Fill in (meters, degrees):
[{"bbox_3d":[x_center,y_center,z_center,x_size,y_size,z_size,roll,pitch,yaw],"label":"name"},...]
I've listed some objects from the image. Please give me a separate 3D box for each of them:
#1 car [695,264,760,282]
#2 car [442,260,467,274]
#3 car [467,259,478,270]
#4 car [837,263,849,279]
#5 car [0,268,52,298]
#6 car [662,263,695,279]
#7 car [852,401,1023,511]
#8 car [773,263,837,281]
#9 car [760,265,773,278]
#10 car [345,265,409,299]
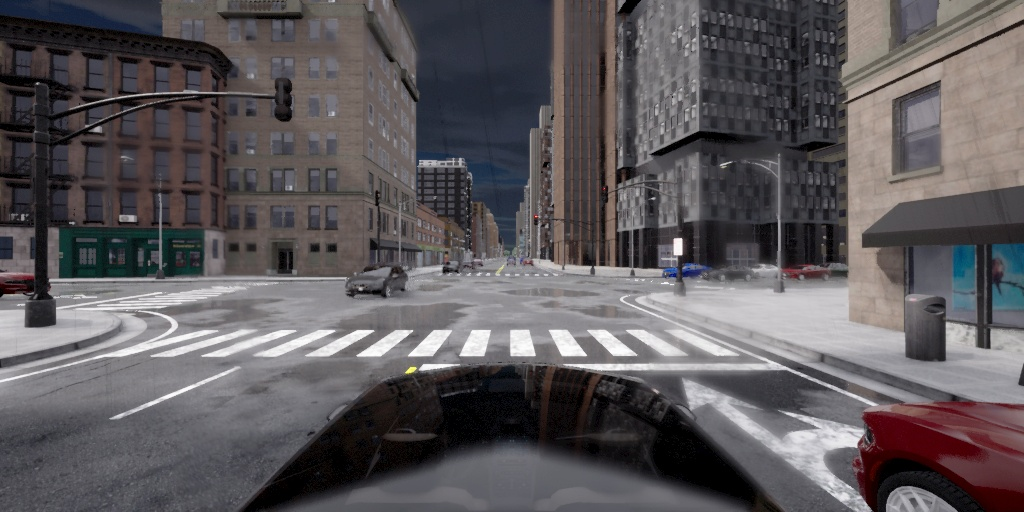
[{"bbox_3d":[19.267,1.514,32.084,4.892,1.490,1.837,1,0,-17],"label":"car"},{"bbox_3d":[-6.679,1.262,40.610,1.837,1.490,4.892,0,0,0],"label":"car"},{"bbox_3d":[-6.701,1.324,54.240,1.994,1.385,4.181,0,0,0],"label":"car"},{"bbox_3d":[35.003,1.570,39.685,4.553,1.767,2.097,1,0,-13],"label":"car"},{"bbox_3d":[-22.335,0.962,14.471,5.008,1.535,1.882,1,0,-17],"label":"car"},{"bbox_3d":[17.014,1.486,34.826,5.008,1.535,1.882,1,0,-16],"label":"car"},{"bbox_3d":[3.353,1.228,0.450,1.882,1.535,5.008,0,0,0],"label":"car"},{"bbox_3d":[28.317,1.593,34.659,5.008,1.535,1.882,1,0,-15],"label":"car"},{"bbox_3d":[25.995,1.639,37.400,4.674,1.442,1.812,1,0,-15],"label":"car"},{"bbox_3d":[-6.600,1.201,18.052,1.837,1.490,4.892,2,0,0],"label":"car"}]
